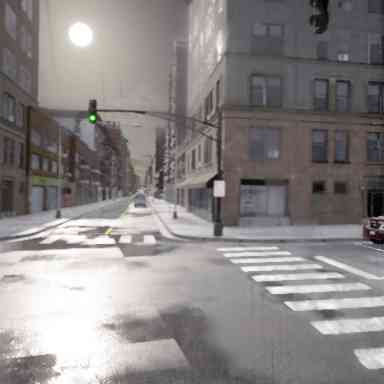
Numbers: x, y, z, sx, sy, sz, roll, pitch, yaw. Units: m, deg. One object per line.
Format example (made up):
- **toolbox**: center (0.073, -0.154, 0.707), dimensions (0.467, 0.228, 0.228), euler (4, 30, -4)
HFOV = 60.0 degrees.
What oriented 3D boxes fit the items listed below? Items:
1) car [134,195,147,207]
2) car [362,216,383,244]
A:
- **car**: center (-8.313, 1.709, 53.203), dimensions (2.033, 1.411, 5.357), euler (1, 0, -9)
- **car**: center (9.758, 1.350, 13.790), dimensions (5.009, 1.841, 2.192), euler (0, 1, -9)
